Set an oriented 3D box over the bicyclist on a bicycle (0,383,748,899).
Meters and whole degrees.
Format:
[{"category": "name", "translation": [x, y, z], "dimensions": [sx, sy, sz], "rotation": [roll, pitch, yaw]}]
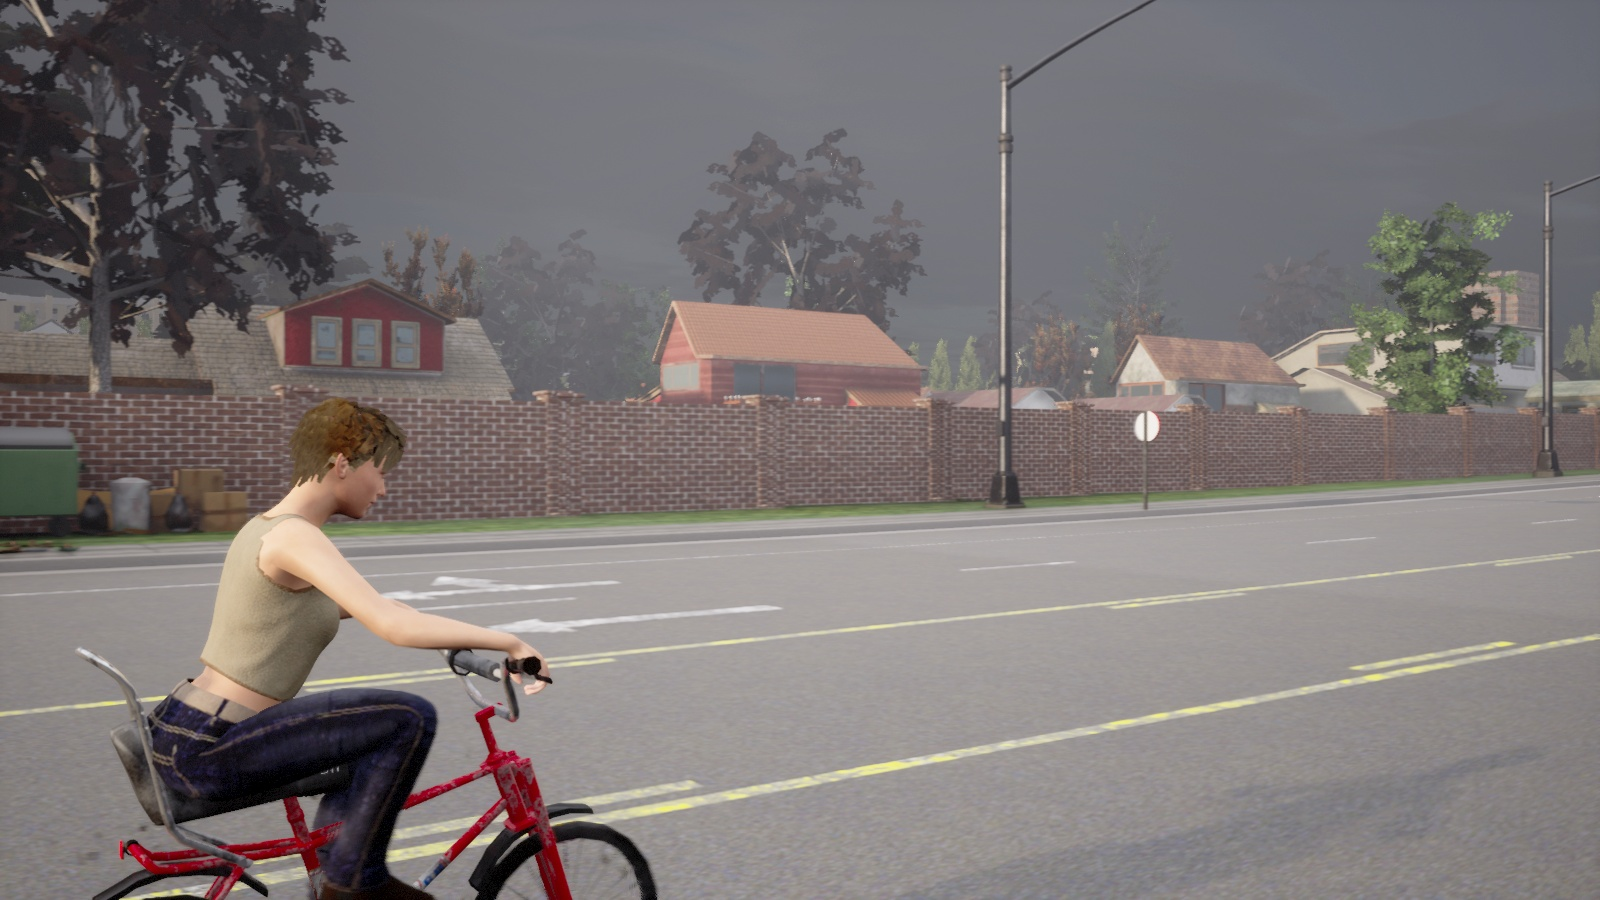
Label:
[{"category": "bicyclist on a bicycle", "translation": [-0.993, 0.691, 2.962], "dimensions": [1.509, 1.612, 0.866], "rotation": [0, 0, -35]}]
